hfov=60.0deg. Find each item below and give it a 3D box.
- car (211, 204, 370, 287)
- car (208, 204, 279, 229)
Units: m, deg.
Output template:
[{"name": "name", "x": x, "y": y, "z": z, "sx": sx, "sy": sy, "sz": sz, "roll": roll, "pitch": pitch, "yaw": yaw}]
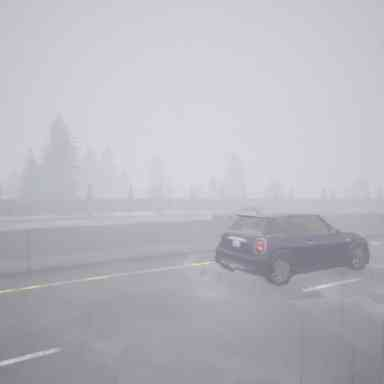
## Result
[{"name": "car", "x": 2.949, "y": 1.329, "z": 9.467, "sx": 4.553, "sy": 1.767, "sz": 2.097, "roll": 0, "pitch": 0, "yaw": -31}, {"name": "car", "x": 3.365, "y": 1.516, "z": 21.803, "sx": 4.181, "sy": 1.385, "sz": 1.994, "roll": 0, "pitch": 0, "yaw": -26}]
